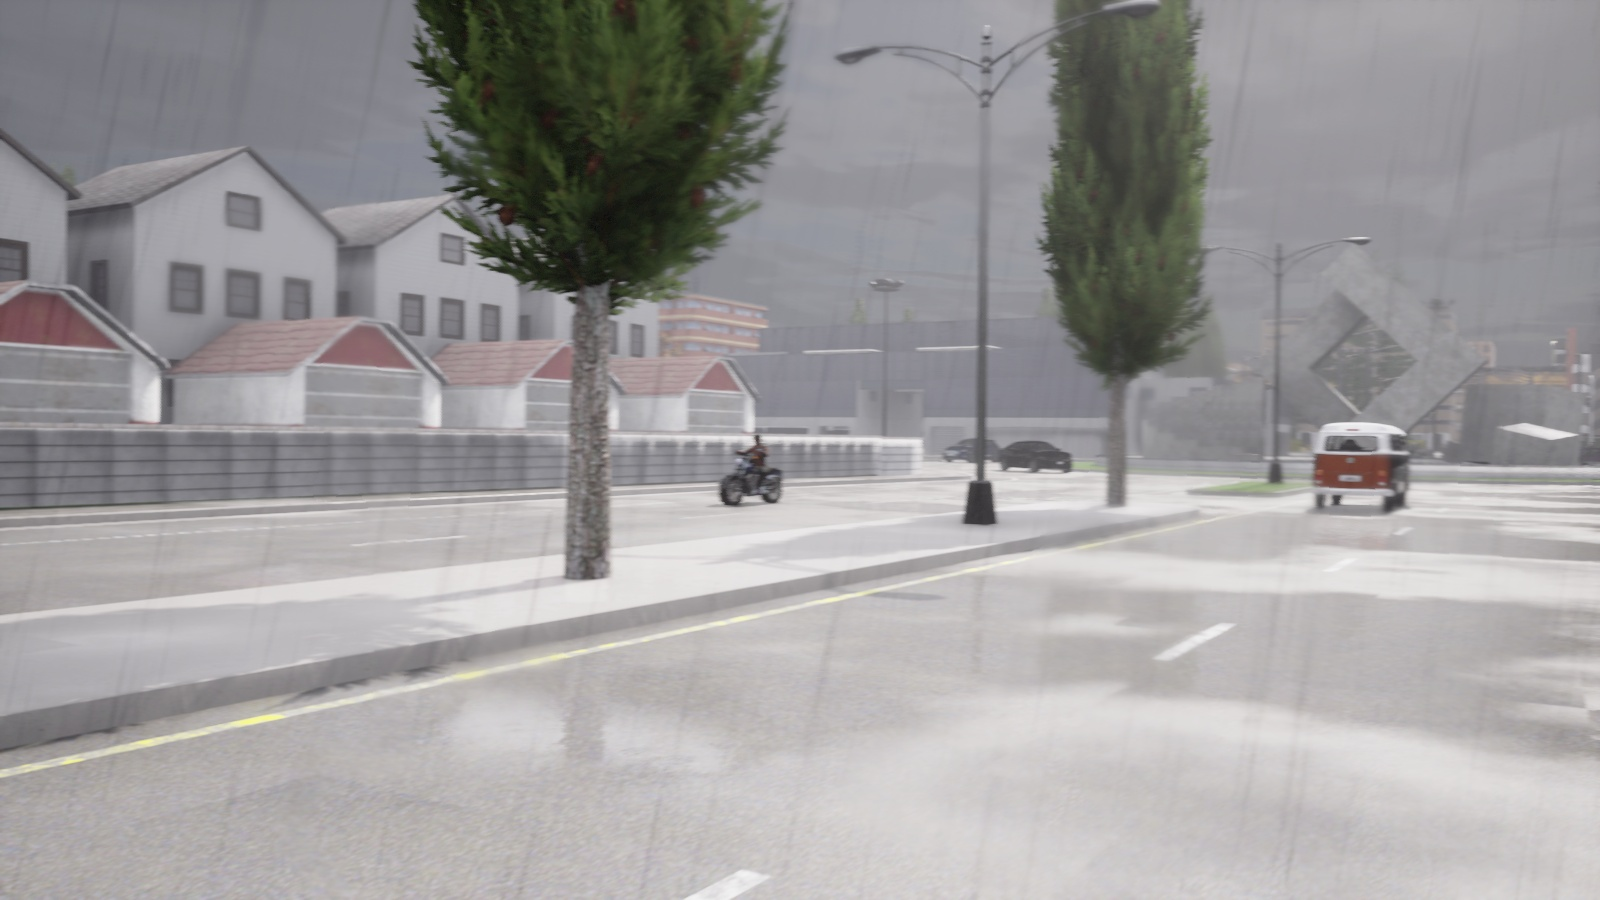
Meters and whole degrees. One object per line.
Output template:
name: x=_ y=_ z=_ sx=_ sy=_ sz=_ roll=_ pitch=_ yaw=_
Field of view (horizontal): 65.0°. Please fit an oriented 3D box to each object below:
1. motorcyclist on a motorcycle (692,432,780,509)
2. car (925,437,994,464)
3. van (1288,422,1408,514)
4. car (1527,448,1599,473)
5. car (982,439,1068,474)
motorcyclist on a motorcycle: x=-1.404 y=0.436 z=28.182 sx=0.766 sy=1.649 sz=2.350 roll=1 pitch=1 yaw=31
car: x=10.327 y=0.012 z=81.113 sx=2.033 sy=1.649 sz=4.856 roll=1 pitch=1 yaw=41
van: x=13.383 y=0.394 z=30.512 sx=2.069 sy=2.038 sz=4.480 roll=1 pitch=1 yaw=31
car: x=48.603 y=0.656 z=79.423 sx=1.816 sy=1.474 sz=4.193 roll=1 pitch=1 yaw=-28
car: x=10.647 y=0.293 z=59.826 sx=1.882 sy=1.535 sz=5.008 roll=1 pitch=1 yaw=-17
